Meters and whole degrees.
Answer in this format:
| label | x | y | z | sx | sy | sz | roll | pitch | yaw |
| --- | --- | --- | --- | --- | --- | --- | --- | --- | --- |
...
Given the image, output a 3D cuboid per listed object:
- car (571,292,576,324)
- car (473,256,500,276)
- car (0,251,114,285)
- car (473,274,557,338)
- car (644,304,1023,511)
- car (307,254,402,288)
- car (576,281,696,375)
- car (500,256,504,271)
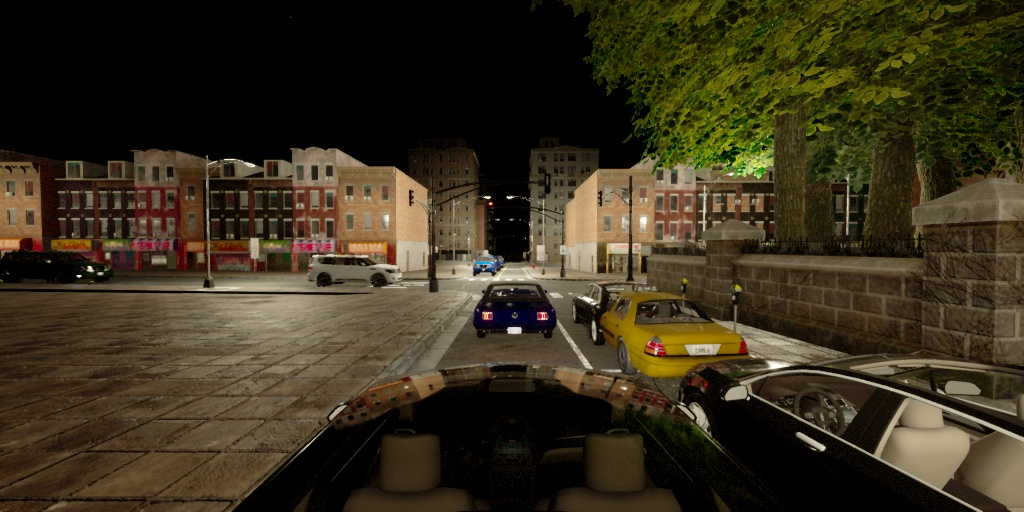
| label | x | y | z | sx | sy | sz | roll | pitch | yaw |
| --- | --- | --- | --- | --- | --- | --- | --- | --- | --- |
| car | 2.661 | 1.299 | 9.304 | 2.007 | 1.370 | 4.403 | 0 | 0 | 0 |
| car | -2.749 | 0.981 | 37.284 | 2.150 | 2.045 | 5.566 | 0 | 0 | 0 |
| car | -28.932 | 0.737 | 22.794 | 5.566 | 2.045 | 2.150 | 1 | 1 | 0 |
| car | 0.075 | 1.349 | 10.109 | 1.895 | 1.301 | 4.718 | 0 | 0 | 0 |
| car | 2.637 | 1.300 | 2.169 | 2.007 | 1.370 | 4.403 | 0 | 0 | 0 |
| car | -10.004 | 0.938 | 22.950 | 5.566 | 2.045 | 2.150 | 1 | 1 | -4 |
| car | 2.686 | 1.274 | 7.330 | 1.751 | 1.417 | 4.829 | 0 | 0 | 0 |
| car | -2.652 | 0.993 | 47.895 | 2.150 | 2.045 | 5.566 | 0 | 0 | 1 |
